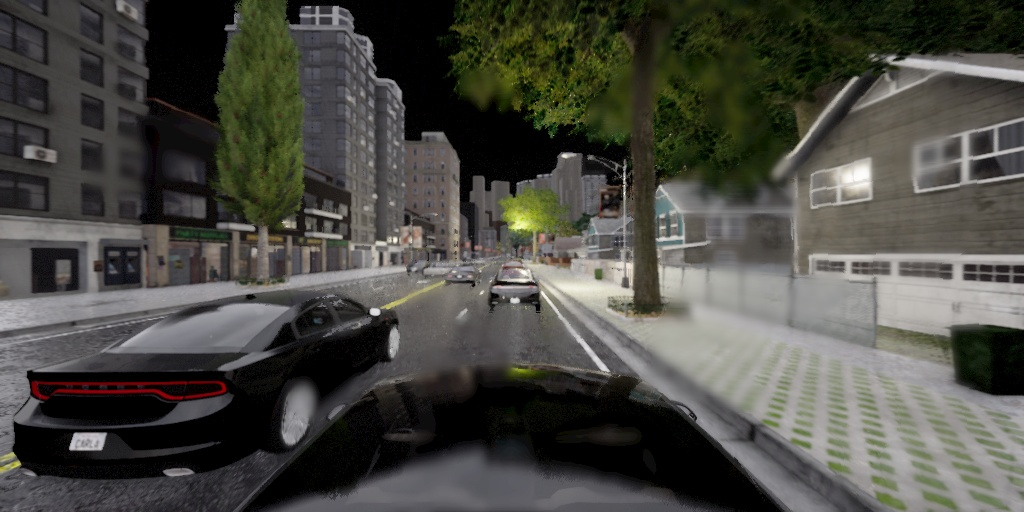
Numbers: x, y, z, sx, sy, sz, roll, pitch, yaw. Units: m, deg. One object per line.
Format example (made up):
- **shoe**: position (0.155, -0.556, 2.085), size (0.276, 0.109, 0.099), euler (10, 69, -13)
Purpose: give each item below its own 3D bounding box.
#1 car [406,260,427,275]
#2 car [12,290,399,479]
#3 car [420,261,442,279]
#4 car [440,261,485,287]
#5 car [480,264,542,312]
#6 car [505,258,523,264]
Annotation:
- **car**: position (-9.842, 1.203, 38.341), size (2.128, 1.511, 4.902), euler (0, 0, 0)
- **car**: position (-3.151, 1.226, 5.139), size (1.882, 1.535, 5.008), euler (0, 0, 0)
- **car**: position (-6.598, 1.319, 32.481), size (1.895, 1.301, 4.718), euler (0, 0, 0)
- **car**: position (-3.151, 1.276, 24.034), size (2.033, 1.411, 5.357), euler (0, 0, 0)
- **car**: position (0.100, 1.232, 14.046), size (2.128, 1.511, 4.902), euler (0, 0, 0)
- **car**: position (0.099, 1.197, 32.341), size (1.882, 1.535, 5.008), euler (0, 0, 0)
